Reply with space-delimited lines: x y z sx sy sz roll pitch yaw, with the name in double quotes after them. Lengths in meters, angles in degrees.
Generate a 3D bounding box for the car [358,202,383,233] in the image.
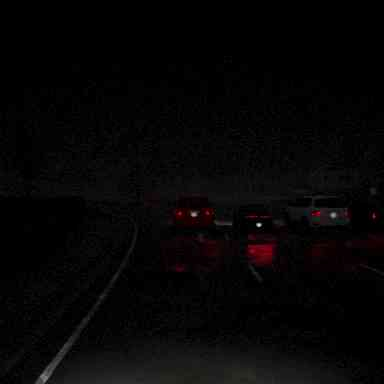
10.597 1.351 19.952 2.097 1.767 4.553 0 0 0 "car"

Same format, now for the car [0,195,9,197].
-46.614 1.452 82.289 4.674 1.442 1.812 0 0 40 "car"

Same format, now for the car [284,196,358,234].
7.099 1.221 19.367 2.150 2.045 5.566 0 0 0 "car"

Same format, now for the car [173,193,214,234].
0.099 1.221 19.386 2.150 2.045 5.566 0 0 0 "car"

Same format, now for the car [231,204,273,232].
3.599 1.504 20.295 1.837 1.490 4.892 0 0 0 "car"
